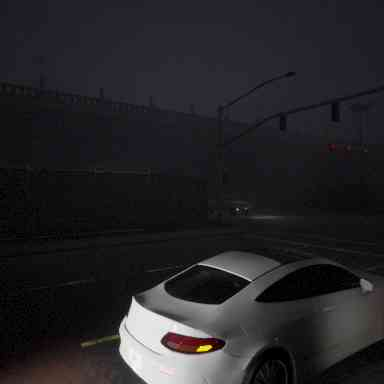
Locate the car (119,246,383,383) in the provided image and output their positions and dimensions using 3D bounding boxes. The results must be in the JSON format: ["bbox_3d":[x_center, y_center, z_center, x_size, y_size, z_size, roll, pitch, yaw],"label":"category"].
[{"bbox_3d":[1.312,1.526,4.720,4.674,1.442,1.812,0,0,-35],"label":"car"}]

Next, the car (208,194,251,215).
[{"bbox_3d":[3.731,1.277,35.094,2.150,2.045,5.566,0,0,-35],"label":"car"}]
